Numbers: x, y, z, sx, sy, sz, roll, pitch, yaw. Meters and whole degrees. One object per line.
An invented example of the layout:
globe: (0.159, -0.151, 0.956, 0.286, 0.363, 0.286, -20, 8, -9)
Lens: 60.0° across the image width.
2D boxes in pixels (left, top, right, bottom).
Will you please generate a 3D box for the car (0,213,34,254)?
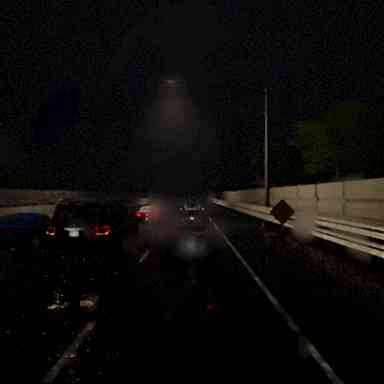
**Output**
car: (-6.978, 1.618, 14.271, 1.882, 1.535, 5.008, 0, 0, 0)

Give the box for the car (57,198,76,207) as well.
car: (-24.527, 1.987, 65.308, 2.097, 1.767, 4.553, 0, -1, 0)

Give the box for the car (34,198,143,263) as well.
car: (-3.494, 1.349, 12.589, 2.150, 2.045, 5.566, 0, 0, 0)

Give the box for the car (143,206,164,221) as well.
car: (-3.493, 1.877, 28.261, 1.895, 1.301, 4.718, 0, -1, 0)

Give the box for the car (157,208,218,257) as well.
car: (0.016, 1.626, 13.513, 2.128, 1.511, 4.902, 0, 0, 0)

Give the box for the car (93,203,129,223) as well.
car: (-6.984, 1.762, 29.251, 1.882, 1.535, 5.008, 0, 0, 0)

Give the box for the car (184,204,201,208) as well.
car: (0.010, 1.785, 28.516, 1.837, 1.490, 4.892, 0, 0, 0)

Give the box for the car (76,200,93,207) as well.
car: (-21.027, 2.227, 65.287, 1.895, 1.301, 4.718, 0, -1, 0)

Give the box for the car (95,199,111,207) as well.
car: (-17.531, 2.133, 65.472, 1.837, 1.490, 4.892, 0, 0, 0)

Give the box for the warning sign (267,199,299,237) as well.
warning sign: (4.536, 1.279, 16.690, 1.300, 1.860, 1.060, 0, -1, 0)
